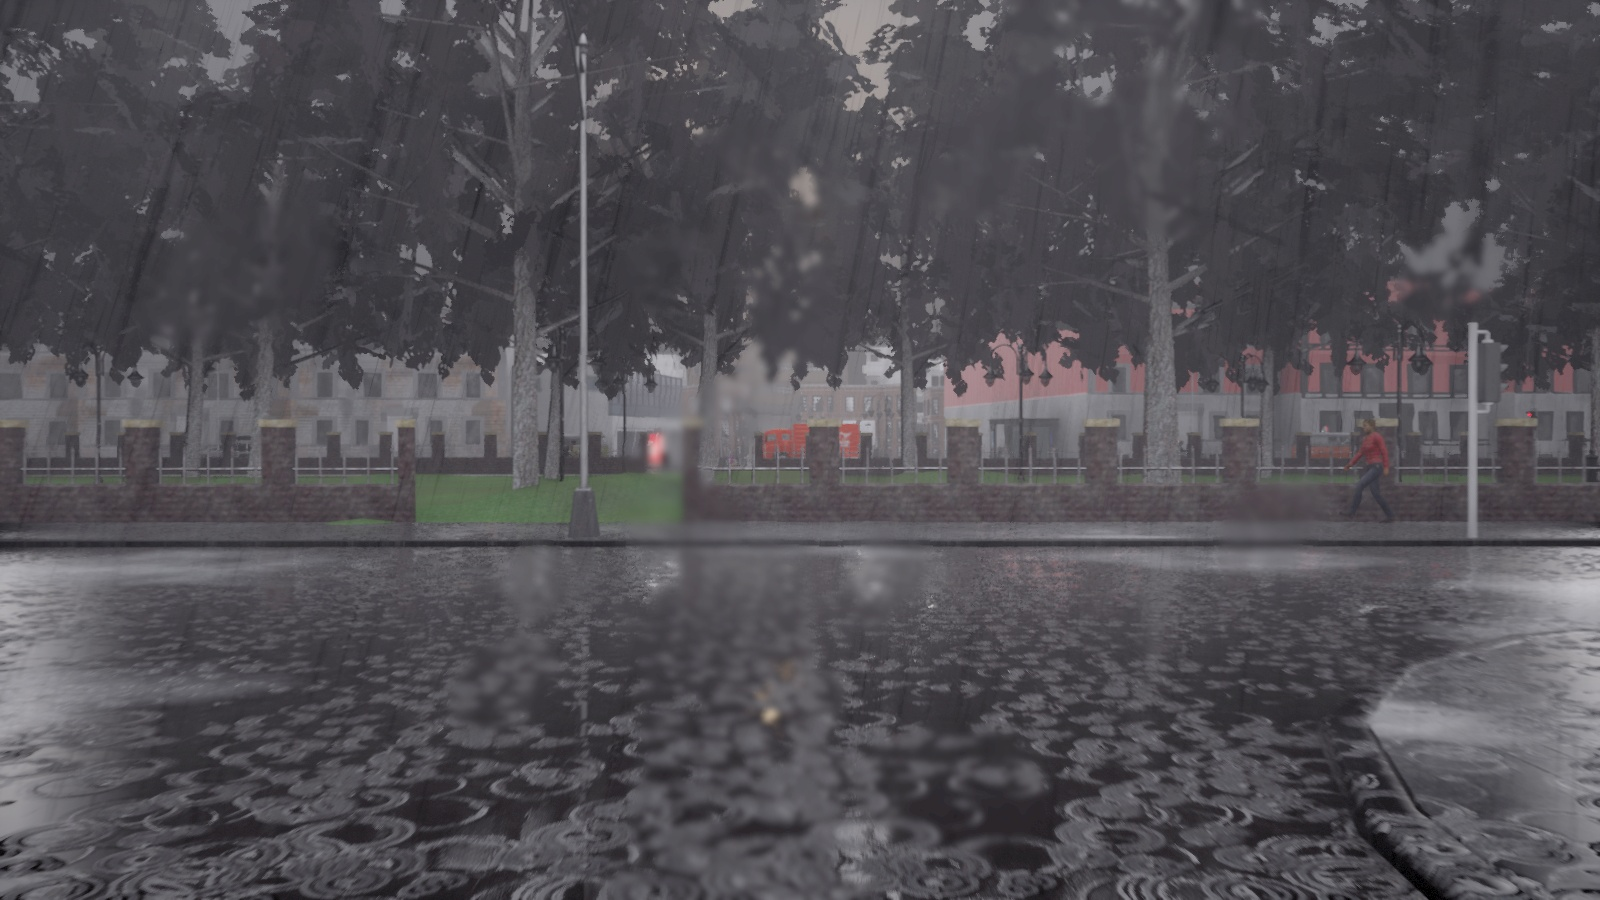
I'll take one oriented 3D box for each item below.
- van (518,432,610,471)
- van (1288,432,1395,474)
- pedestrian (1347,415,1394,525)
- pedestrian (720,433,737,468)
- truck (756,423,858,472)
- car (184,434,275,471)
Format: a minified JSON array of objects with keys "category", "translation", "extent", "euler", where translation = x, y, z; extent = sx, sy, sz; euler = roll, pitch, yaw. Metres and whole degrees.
[{"category":"van","translation":[-12.209,0.093,65.130],"extent":[4.442,1.987,1.775],"euler":[0,0,0]},{"category":"van","translation":[26.299,0.147,61.101],"extent":[4.442,1.987,1.775],"euler":[0,0,1]},{"category":"pedestrian","translation":[9.609,0.335,21.167],"extent":[0.636,1.846,0.331],"euler":[0,0,0]},{"category":"pedestrian","translation":[-4.056,0.020,71.157],"extent":[0.873,1.952,0.659],"euler":[0,0,7]},{"category":"truck","translation":[0.360,-0.137,65.115],"extent":[5.204,2.467,2.627],"euler":[0,0,0]},{"category":"car","translation":[-29.569,0.123,65.127],"extent":[3.866,1.878,1.905],"euler":[0,0,0]}]
